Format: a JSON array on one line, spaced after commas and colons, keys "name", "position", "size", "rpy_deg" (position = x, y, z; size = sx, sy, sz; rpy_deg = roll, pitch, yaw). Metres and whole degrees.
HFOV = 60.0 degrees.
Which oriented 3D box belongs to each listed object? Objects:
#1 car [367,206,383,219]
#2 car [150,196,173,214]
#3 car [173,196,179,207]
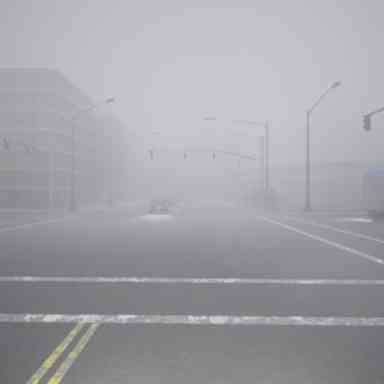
[{"name": "car", "position": [16.418, 1.543, 26.660], "size": [4.181, 1.385, 1.994], "rpy_deg": [0, 0, 0]}, {"name": "car", "position": [-3.410, 1.459, 35.381], "size": [2.128, 1.511, 4.902], "rpy_deg": [0, 0, -2]}, {"name": "car", "position": [-3.552, 1.509, 50.319], "size": [2.033, 1.411, 5.357], "rpy_deg": [0, 0, 0]}]
